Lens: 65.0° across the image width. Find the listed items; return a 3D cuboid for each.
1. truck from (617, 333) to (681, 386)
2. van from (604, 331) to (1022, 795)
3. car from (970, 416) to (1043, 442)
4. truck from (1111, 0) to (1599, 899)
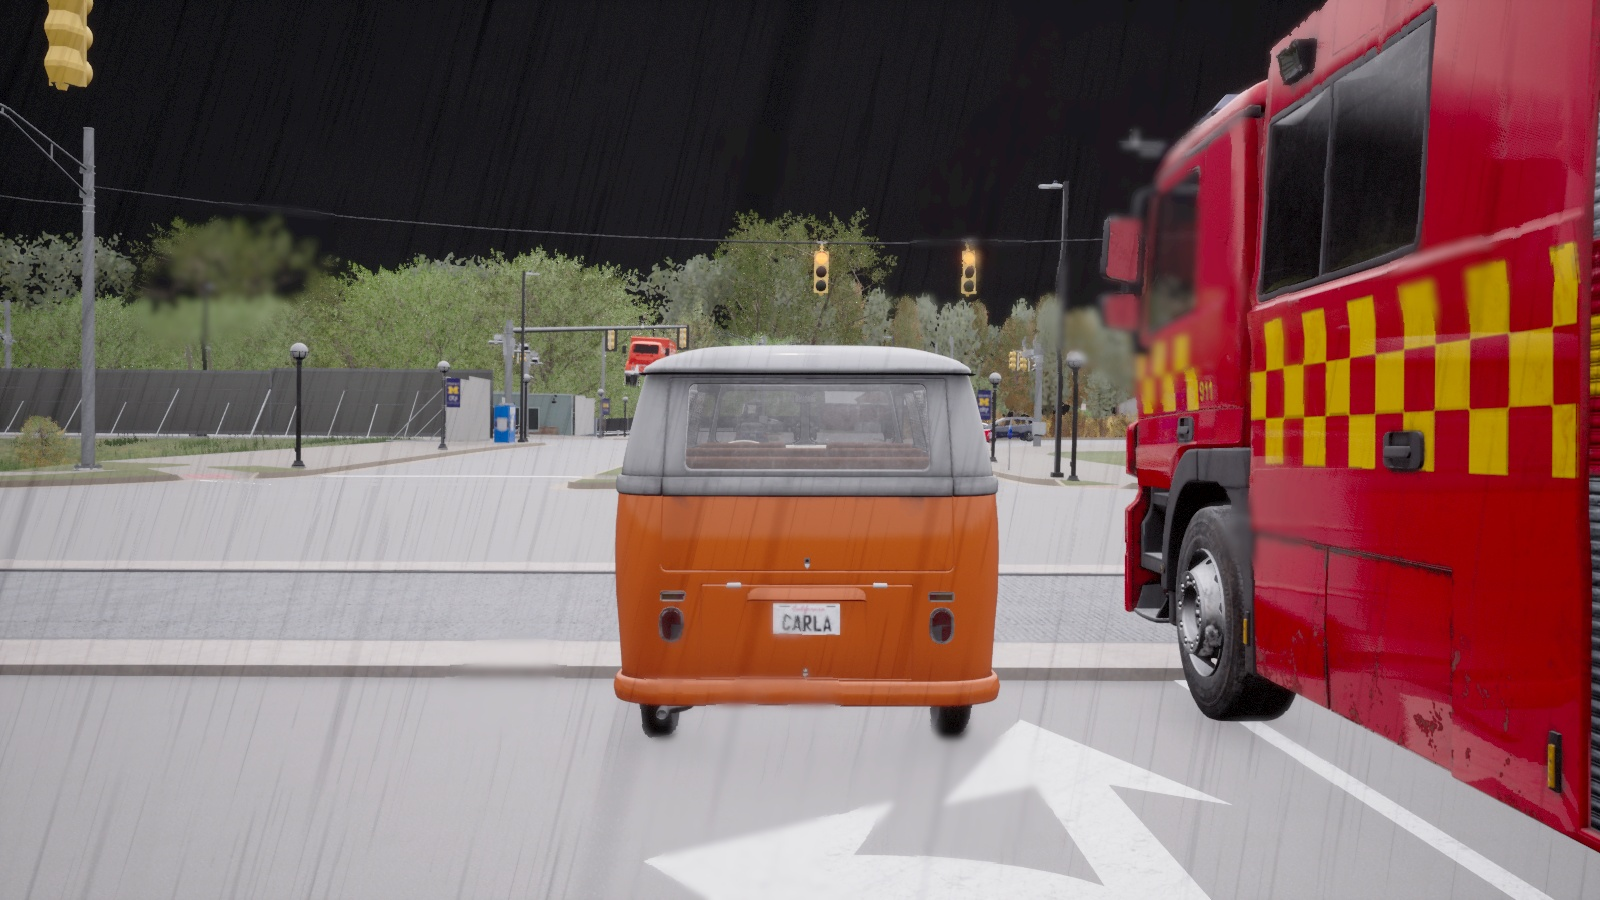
[{"bbox_3d":[-8.158,-4.874,68.418,2.627,2.467,5.204,3,1,1],"label":"truck"},{"bbox_3d":[0.055,0.406,7.595,1.775,1.987,4.442,0,2,0],"label":"van"},{"bbox_3d":[14.024,-1.456,85.497,4.611,1.667,2.242,-1,2,0],"label":"car"},{"bbox_3d":[3.567,-0.440,4.371,2.891,3.827,8.468,0,0,0],"label":"truck"}]
